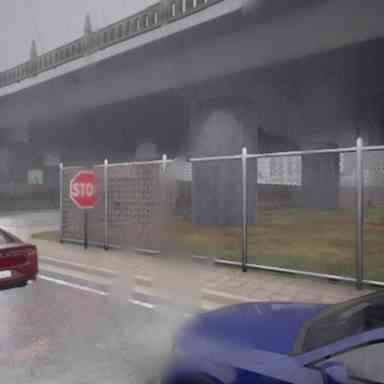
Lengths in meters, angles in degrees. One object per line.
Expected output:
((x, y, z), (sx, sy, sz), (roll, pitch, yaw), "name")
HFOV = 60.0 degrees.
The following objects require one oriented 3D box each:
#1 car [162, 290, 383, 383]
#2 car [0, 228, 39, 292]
((1.902, 1.526, 2.582), (4.674, 1.442, 1.812), (0, 0, 35), "car")
((-5.708, 1.471, 7.985), (5.008, 1.535, 1.882), (0, 0, 35), "car")
